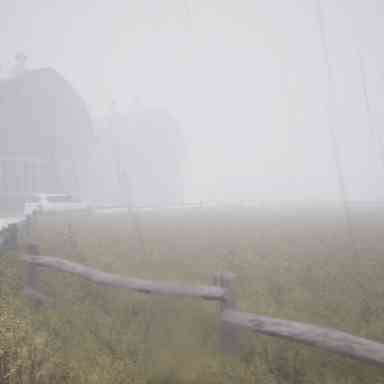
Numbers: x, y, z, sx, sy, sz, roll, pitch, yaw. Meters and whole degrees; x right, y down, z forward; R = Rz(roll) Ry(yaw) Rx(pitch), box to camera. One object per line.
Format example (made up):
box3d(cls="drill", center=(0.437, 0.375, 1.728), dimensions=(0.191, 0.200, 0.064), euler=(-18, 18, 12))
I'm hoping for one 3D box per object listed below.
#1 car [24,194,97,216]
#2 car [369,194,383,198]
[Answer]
box3d(cls="car", center=(-10.033, 1.177, 25.780), dimensions=(2.150, 2.045, 5.566), euler=(0, 0, 34))
box3d(cls="car", center=(45.478, 1.299, 80.277), dimensions=(4.605, 1.855, 1.932), euler=(0, 0, 35))
